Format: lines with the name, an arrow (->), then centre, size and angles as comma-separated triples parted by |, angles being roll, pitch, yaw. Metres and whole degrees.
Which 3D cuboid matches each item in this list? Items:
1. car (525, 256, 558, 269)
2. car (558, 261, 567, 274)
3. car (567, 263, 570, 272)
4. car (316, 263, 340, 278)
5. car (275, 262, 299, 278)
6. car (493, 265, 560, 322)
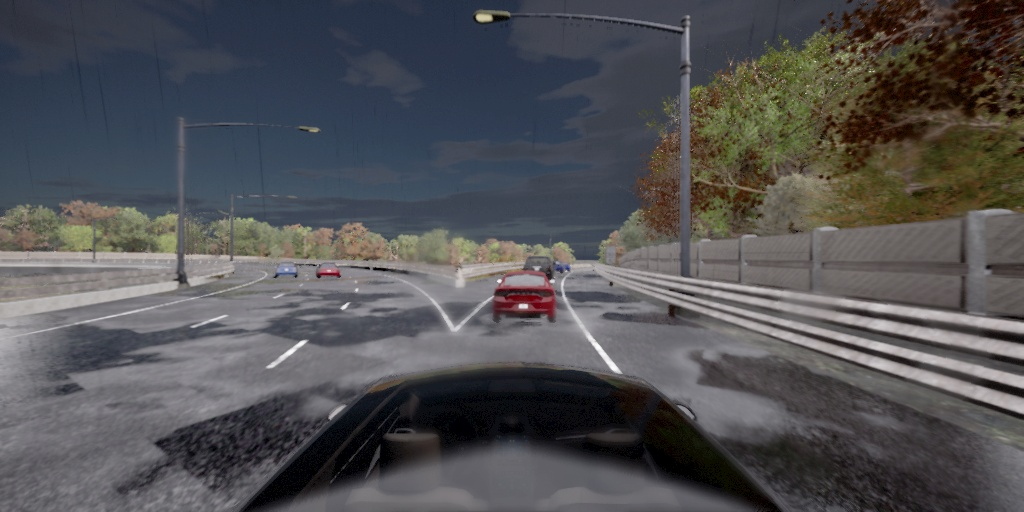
car -> 2.136, 1.016, 27.535 | 2.150, 2.045, 5.566 | 0, 0, 9
car -> 5.485, 1.364, 44.759 | 1.882, 1.535, 5.008 | 0, -1, 12
car -> 8.633, 1.811, 59.283 | 1.882, 1.535, 5.008 | 0, -3, 12
car -> -17.820, 1.328, 34.766 | 1.994, 1.385, 4.181 | 0, 0, -30
car -> -21.516, 1.303, 34.291 | 2.033, 1.411, 5.357 | 0, 0, -31
car -> 0.482, 1.245, 12.403 | 1.882, 1.535, 5.008 | 0, 0, 4
